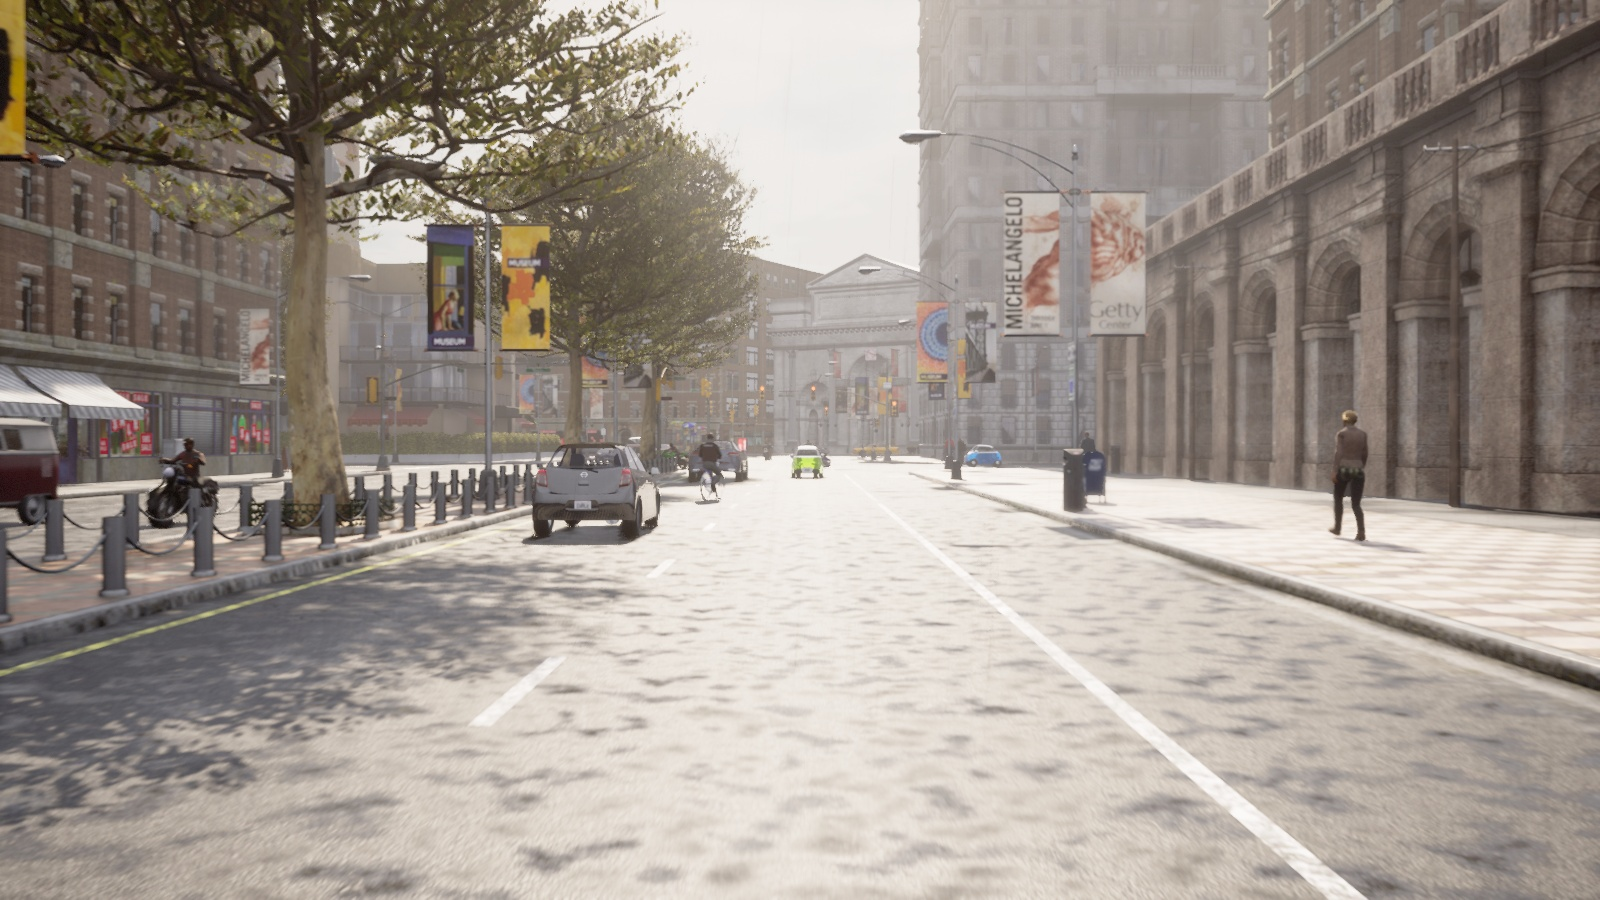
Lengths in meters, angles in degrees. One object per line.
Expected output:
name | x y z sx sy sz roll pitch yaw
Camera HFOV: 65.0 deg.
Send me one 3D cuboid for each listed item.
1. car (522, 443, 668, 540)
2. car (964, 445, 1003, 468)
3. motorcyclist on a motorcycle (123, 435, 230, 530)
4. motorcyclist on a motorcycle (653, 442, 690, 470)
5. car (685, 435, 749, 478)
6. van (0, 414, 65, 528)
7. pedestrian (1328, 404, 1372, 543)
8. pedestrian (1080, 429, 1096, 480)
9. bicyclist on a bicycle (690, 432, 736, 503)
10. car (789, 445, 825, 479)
car | -3.364 0.638 21.251 1.845 1.501 3.633 0 0 0
car | 11.334 0.373 77.638 2.207 1.376 1.481 0 0 0
motorcyclist on a motorcycle | -11.355 0.558 22.961 0.766 1.649 2.350 0 0 0
motorcyclist on a motorcycle | -7.176 0.328 70.136 0.797 1.523 2.044 2 2 44
car | -3.275 0.237 50.686 2.152 1.651 5.027 0 0 1
van | -14.862 0.365 21.634 1.775 1.987 4.442 0 0 0
pedestrian | 7.457 0.313 17.035 0.331 1.846 0.634 0 0 3
pedestrian | 10.295 0.158 44.937 0.402 1.842 0.726 0 0 0
bicyclist on a bicycle | -2.233 0.432 32.522 0.659 1.776 1.843 0 1 14
car | 0.308 0.499 53.597 1.481 1.376 2.207 0 1 1
